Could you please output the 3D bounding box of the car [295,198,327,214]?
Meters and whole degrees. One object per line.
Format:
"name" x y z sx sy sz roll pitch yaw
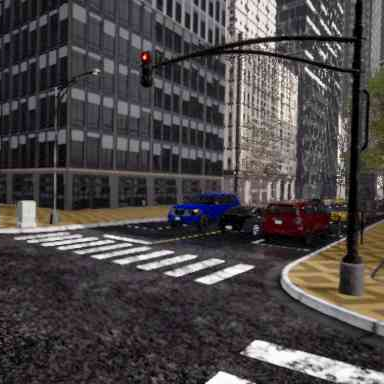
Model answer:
"car" 13.109 1.468 36.504 1.837 1.490 4.892 2 1 37

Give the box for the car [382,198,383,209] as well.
"car" 28.505 1.543 47.624 2.192 1.841 5.009 2 1 36

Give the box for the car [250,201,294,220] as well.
"car" 6.876 1.514 28.108 1.895 1.301 4.718 2 1 37

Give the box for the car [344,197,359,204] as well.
"car" 31.810 1.616 66.195 1.802 1.307 4.206 2 1 36

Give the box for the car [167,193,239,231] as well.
"car" 0.929 1.087 20.035 2.150 2.045 5.566 2 1 38

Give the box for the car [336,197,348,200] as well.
"car" 25.006 1.511 56.990 1.752 1.417 4.829 2 1 36

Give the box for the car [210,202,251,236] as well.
"car" 3.234 1.467 17.925 1.837 1.490 4.892 2 1 37

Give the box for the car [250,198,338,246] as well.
"car" 5.034 1.360 15.875 2.192 1.841 5.009 2 1 36

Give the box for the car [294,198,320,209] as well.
"car" 15.052 1.477 43.526 1.947 1.339 4.313 2 1 36

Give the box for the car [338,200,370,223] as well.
"car" 11.837 1.625 25.085 1.752 1.417 4.829 2 1 36

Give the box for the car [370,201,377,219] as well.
"car" 15.087 1.708 29.485 1.802 1.307 4.206 2 1 36
